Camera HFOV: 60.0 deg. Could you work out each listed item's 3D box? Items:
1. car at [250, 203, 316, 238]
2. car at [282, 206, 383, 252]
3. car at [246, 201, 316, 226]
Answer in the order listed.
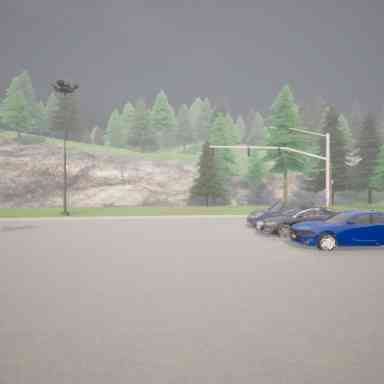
[{"bbox_3d":[5.771,1.491,16.875,4.902,1.511,2.128,0,0,-7],"label":"car"},{"bbox_3d":[6.513,1.477,13.439,5.008,1.535,1.882,0,0,-7],"label":"car"},{"bbox_3d":[5.682,1.351,20.371,4.553,1.767,2.097,0,0,-7],"label":"car"}]
